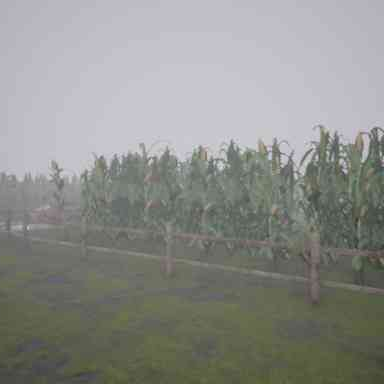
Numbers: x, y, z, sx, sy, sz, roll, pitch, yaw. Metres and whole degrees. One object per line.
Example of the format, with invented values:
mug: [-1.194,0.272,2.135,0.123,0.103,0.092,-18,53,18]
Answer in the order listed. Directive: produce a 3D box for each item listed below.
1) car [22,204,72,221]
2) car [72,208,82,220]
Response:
car: [-11.048,1.665,26.183,1.994,1.385,4.181,-1,-1,36]
car: [-6.705,1.646,27.271,2.033,1.411,5.357,-1,-1,37]
